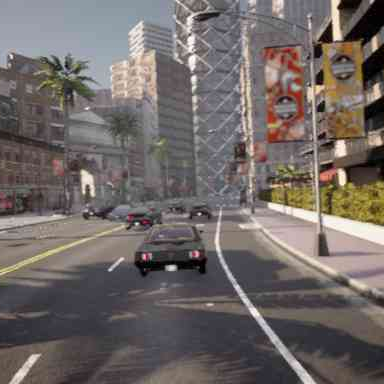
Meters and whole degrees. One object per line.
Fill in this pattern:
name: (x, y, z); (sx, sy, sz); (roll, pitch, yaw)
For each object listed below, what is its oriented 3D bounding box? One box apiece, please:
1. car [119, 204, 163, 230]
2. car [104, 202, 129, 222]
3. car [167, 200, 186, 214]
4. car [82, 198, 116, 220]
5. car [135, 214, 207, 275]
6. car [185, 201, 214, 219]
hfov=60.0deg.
car: (-3.260, 1.716, 23.269); (1.837, 1.490, 4.892); (-3, 0, 5)
car: (-6.271, 1.889, 30.989); (1.812, 1.442, 4.674); (-3, 0, 5)
car: (-1.782, 1.693, 39.379); (1.837, 1.490, 4.892); (-3, 0, 5)
car: (-9.420, 1.736, 34.763); (2.150, 2.045, 5.566); (-3, 0, 6)
car: (-0.549, 1.655, 10.705); (1.895, 1.301, 4.718); (-3, 0, 0)
car: (0.820, 1.551, 29.695); (1.837, 1.490, 4.892); (-3, 0, 5)
